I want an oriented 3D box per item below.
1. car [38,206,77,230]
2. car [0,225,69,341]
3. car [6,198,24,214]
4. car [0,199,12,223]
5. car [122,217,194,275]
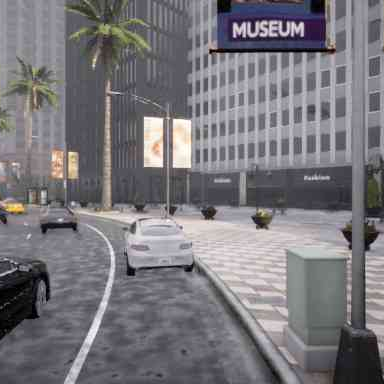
[{"bbox_3d":[-8.259,1.556,20.366,1.994,1.385,4.181,0,0,-26],"label":"car"},{"bbox_3d":[-3.455,1.488,4.359,2.128,1.511,4.902,0,0,-5],"label":"car"},{"bbox_3d":[-19.018,1.437,34.350,1.801,1.575,5.366,0,0,-43],"label":"car"},{"bbox_3d":[-14.864,1.490,24.447,1.837,1.490,4.892,1,-1,-37],"label":"car"},{"bbox_3d":[-1.175,1.524,10.451,1.812,1.442,4.674,0,0,-13],"label":"car"}]
